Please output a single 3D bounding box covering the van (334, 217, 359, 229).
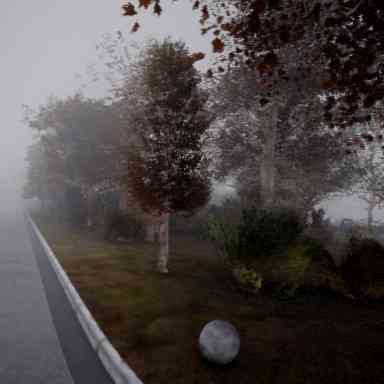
[{"bbox_3d":[28.360,5.654,60.931,4.442,1.987,1.878,3,-2,-28],"label":"van"}]

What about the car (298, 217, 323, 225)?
[{"bbox_3d":[24.346,6.047,68.321,4.674,1.452,2.002,3,-2,-28],"label":"car"}]

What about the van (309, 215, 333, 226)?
[{"bbox_3d":[25.554,5.732,65.794,4.442,1.987,1.878,3,-2,-28],"label":"van"}]

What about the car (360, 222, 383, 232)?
[{"bbox_3d":[30.818,5.803,55.888,4.792,1.488,2.163,3,-3,-28],"label":"car"}]

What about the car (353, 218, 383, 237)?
[{"bbox_3d":[23.425,4.647,41.878,5.566,2.045,2.435,3,-3,-28],"label":"car"}]

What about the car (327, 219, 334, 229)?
[{"bbox_3d":[20.841,5.047,46.783,4.792,1.488,2.163,3,-3,-27],"label":"car"}]

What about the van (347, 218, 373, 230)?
[{"bbox_3d":[29.452,5.593,58.341,4.442,1.987,1.878,3,-3,-28],"label":"van"}]

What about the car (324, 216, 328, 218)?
[{"bbox_3d":[26.952,5.919,63.358,5.008,1.535,2.097,3,-2,-28],"label":"car"}]

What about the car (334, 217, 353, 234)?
[{"bbox_3d":[22.188,4.711,44.364,5.566,2.045,2.435,3,-3,-28],"label":"car"}]
